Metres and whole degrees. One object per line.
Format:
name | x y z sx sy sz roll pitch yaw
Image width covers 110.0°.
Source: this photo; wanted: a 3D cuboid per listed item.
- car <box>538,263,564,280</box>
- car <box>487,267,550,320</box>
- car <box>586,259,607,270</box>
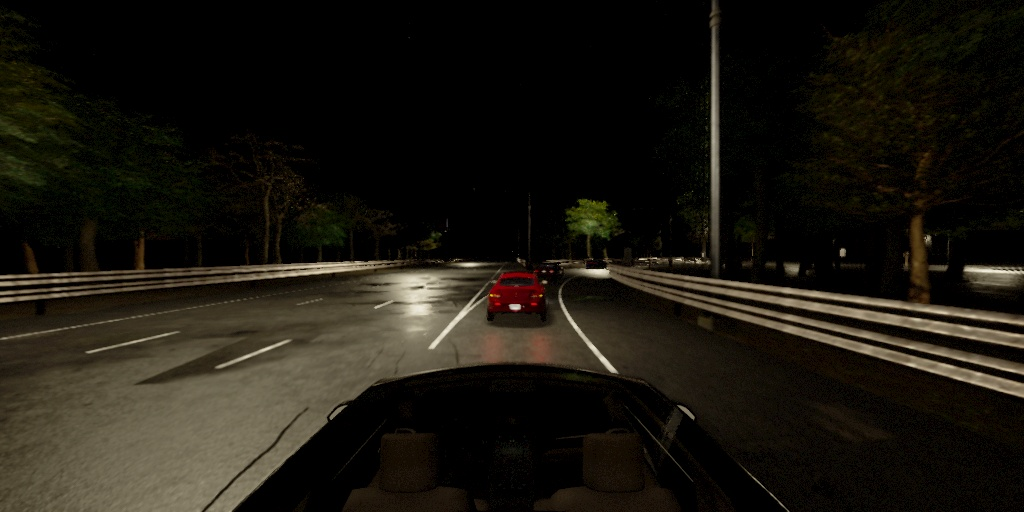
car | 3.194 1.269 30.538 2.033 1.411 5.357 0 0 16
car | 0.248 1.273 12.439 1.812 1.442 4.674 0 0 4
car | 12.187 1.183 51.361 1.882 1.535 5.008 0 0 31
